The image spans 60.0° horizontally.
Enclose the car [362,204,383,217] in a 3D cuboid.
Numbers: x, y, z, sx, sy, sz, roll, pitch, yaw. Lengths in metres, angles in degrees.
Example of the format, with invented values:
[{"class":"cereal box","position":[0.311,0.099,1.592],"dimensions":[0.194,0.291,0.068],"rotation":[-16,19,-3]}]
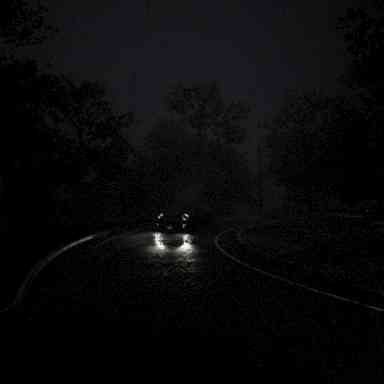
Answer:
[{"class":"car","position":[18.436,1.579,30.034],"dimensions":[5.357,1.411,2.033],"rotation":[0,0,16]}]

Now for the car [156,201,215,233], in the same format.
[{"class":"car","position":[-0.288,1.357,19.966],"dimensions":[2.097,1.767,4.553],"rotation":[0,0,25]}]
